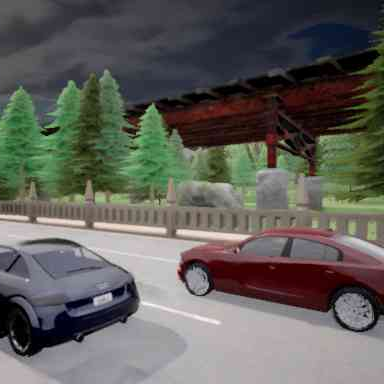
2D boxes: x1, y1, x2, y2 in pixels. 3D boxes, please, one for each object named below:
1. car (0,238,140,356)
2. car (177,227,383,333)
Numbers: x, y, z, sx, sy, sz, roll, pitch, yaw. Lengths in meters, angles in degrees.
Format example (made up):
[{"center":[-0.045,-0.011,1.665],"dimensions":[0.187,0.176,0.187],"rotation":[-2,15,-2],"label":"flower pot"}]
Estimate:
[{"center":[-2.951,1.555,6.097],"dimensions":[4.181,1.385,1.994],"rotation":[0,0,36],"label":"car"},{"center":[1.961,1.474,6.891],"dimensions":[5.008,1.535,1.882],"rotation":[0,0,36],"label":"car"}]
